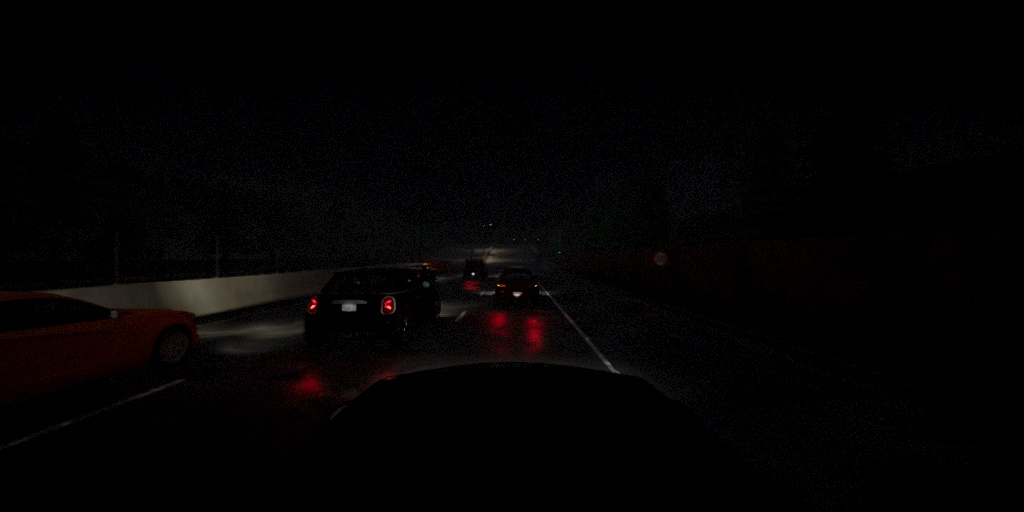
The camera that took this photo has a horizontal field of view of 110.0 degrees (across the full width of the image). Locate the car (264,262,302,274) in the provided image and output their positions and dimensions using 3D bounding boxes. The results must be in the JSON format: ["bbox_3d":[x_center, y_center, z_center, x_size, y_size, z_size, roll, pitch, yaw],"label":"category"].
[{"bbox_3d":[-20.785,1.230,33.489,1.895,1.301,4.718,0,0,1],"label":"car"}]

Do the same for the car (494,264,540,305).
[{"bbox_3d":[0.212,1.260,15.889,1.812,1.442,4.674,0,0,0],"label":"car"}]

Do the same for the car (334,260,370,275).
[{"bbox_3d":[-17.198,1.203,38.738,1.994,1.385,4.181,0,0,1],"label":"car"}]

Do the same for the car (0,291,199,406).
[{"bbox_3d":[-6.875,1.195,4.713,1.882,1.535,5.008,0,0,0],"label":"car"}]

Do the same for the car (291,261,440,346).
[{"bbox_3d":[-3.333,1.080,9.496,2.097,1.767,4.553,0,0,0],"label":"car"}]

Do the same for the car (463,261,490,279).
[{"bbox_3d":[-3.135,1.209,31.586,1.837,1.490,4.892,0,0,1],"label":"car"}]

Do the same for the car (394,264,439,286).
[{"bbox_3d":[-6.691,1.297,25.584,1.895,1.301,4.718,0,0,1],"label":"car"}]

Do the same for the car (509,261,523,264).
[{"bbox_3d":[0.401,1.242,35.225,1.812,1.442,4.674,0,0,1],"label":"car"}]
